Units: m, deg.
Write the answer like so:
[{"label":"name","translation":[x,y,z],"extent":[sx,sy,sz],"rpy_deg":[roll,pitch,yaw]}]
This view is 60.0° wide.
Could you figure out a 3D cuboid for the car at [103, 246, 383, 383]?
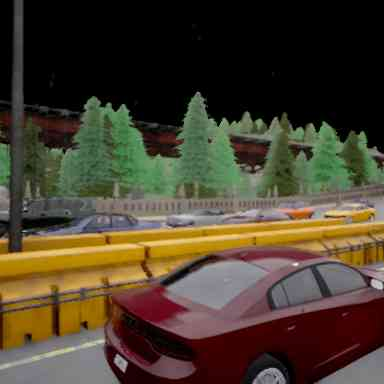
[{"label":"car","translation":[1.318,1.516,4.686],"extent":[5.008,1.535,1.882],"rpy_deg":[0,0,-35]}]

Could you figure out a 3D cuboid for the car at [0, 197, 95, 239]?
[{"label":"car","translation":[-7.314,1.256,15.974],"extent":[5.566,2.045,2.150],"rpy_deg":[1,0,-36]}]

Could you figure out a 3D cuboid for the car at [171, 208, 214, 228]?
[{"label":"car","translation":[0.647,1.735,21.622],"extent":[4.718,1.301,1.895],"rpy_deg":[1,0,-35]}]

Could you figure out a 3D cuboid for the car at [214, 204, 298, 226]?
[{"label":"car","translation":[3.824,1.674,19.585],"extent":[4.674,1.442,1.812],"rpy_deg":[1,0,-35]}]

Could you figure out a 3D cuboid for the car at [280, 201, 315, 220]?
[{"label":"car","translation":[7.817,1.552,26.686],"extent":[4.553,1.767,2.097],"rpy_deg":[0,0,-36]}]

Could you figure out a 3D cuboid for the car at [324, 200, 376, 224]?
[{"label":"car","translation":[12.130,1.656,25.482],"extent":[5.008,1.535,1.882],"rpy_deg":[-1,1,-36]}]

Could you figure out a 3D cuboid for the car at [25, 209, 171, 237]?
[{"label":"car","translation":[-3.843,1.600,14.142],"extent":[5.357,1.411,2.033],"rpy_deg":[1,0,-35]}]
